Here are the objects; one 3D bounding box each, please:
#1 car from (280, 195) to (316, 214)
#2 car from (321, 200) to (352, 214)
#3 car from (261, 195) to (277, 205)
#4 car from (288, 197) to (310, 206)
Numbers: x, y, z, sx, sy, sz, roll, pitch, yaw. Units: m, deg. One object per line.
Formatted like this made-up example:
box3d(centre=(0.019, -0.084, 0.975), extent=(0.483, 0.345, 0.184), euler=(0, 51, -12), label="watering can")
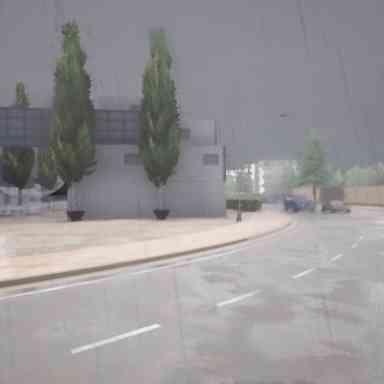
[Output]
box3d(centre=(12.158, 1.344, 37.878), extent=(2.150, 2.045, 5.566), euler=(0, 0, -1), label="car")
box3d(centre=(15.567, 1.610, 36.177), extent=(1.812, 1.442, 4.674), euler=(0, 0, 2), label="car")
box3d(centre=(15.750, 1.803, 68.095), extent=(2.033, 1.411, 5.357), euler=(0, 0, -8), label="car")
box3d(centre=(20.035, 1.675, 62.423), extent=(1.882, 1.535, 5.008), euler=(0, 0, -8), label="car")
